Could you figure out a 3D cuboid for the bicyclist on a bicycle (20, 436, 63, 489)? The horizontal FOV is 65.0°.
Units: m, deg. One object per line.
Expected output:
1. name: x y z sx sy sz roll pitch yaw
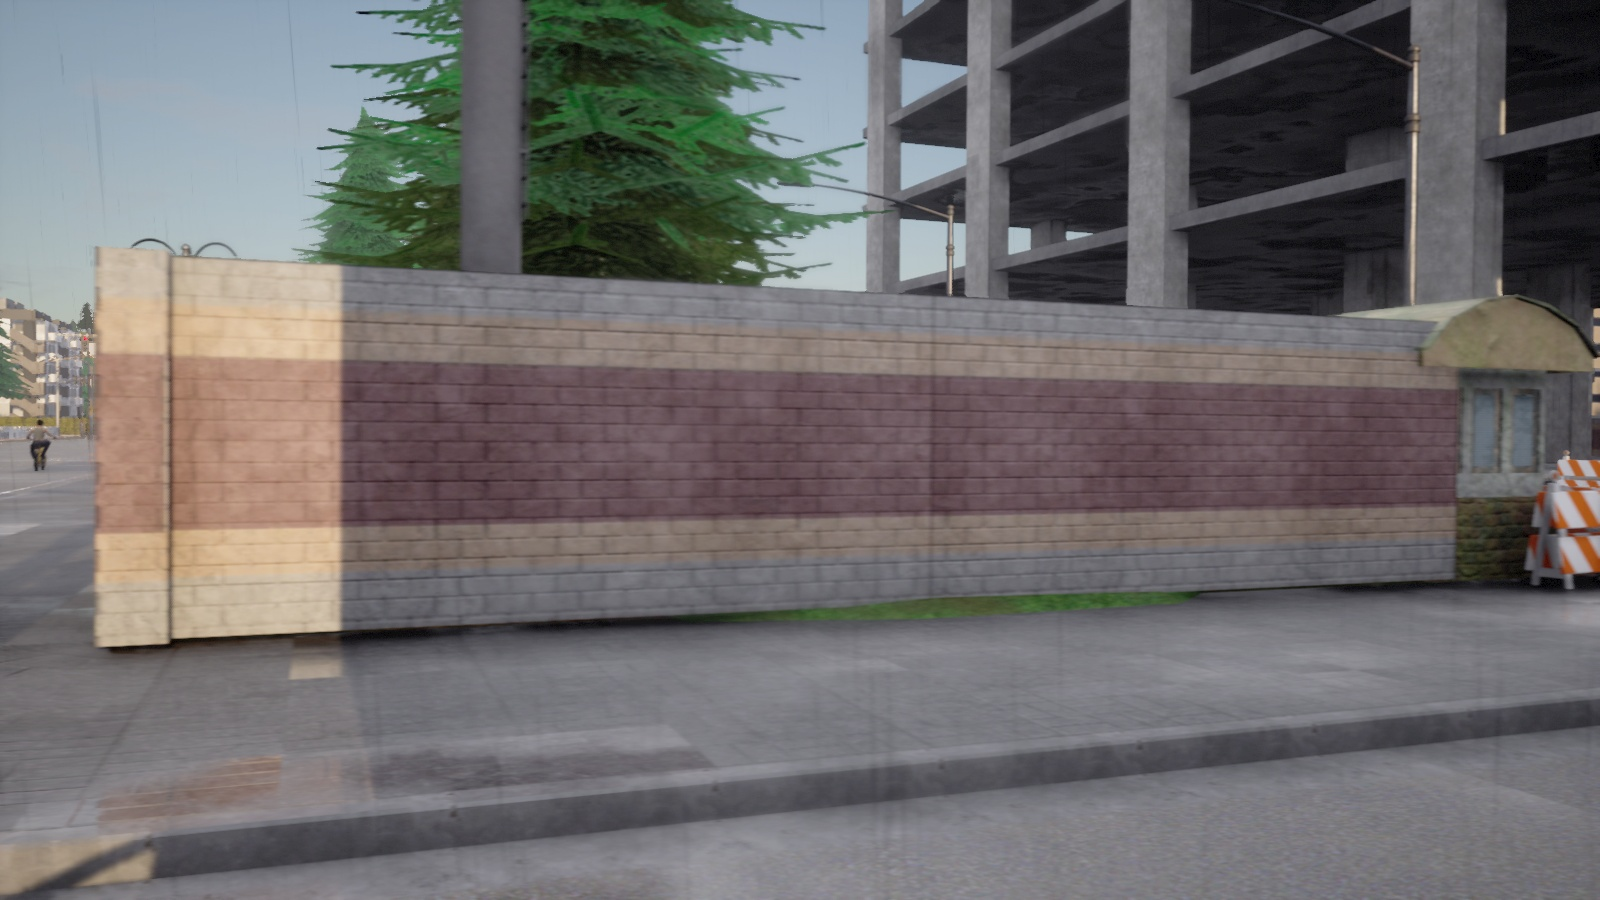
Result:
1. bicyclist on a bicycle: -23.724 0.365 39.308 0.866 1.612 1.509 -1 1 -21
